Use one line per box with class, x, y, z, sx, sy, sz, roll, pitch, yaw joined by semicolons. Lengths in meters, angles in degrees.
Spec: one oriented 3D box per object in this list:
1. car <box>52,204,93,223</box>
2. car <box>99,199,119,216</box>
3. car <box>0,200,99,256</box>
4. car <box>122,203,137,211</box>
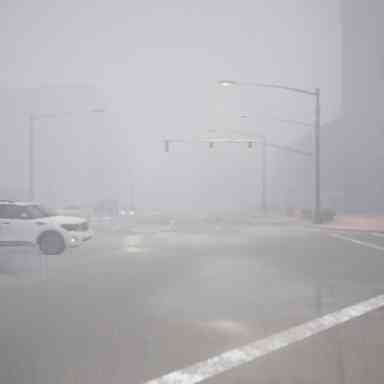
car;-10.615;1.845;29.959;1.882;1.535;5.008;0;-1;0
car;-10.622;1.824;41.320;2.150;2.045;5.566;0;-1;0
car;-6.918;1.359;13.267;5.566;2.045;2.150;0;-1;0
car;-10.569;2.548;56.292;1.895;1.301;4.718;0;-1;0
